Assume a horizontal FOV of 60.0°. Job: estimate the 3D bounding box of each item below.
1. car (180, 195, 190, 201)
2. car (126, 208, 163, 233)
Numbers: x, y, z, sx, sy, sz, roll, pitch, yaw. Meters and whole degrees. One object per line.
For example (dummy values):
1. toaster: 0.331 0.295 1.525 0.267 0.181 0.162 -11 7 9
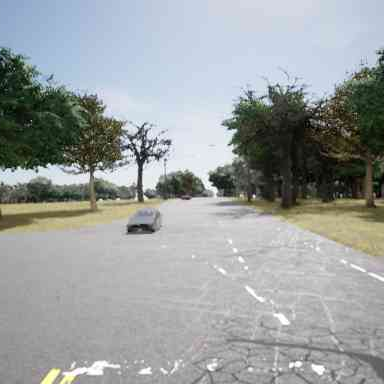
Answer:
1. car: -1.489 1.275 73.775 1.895 1.301 4.718 -1 0 4
2. car: -3.100 1.869 22.837 2.033 1.411 5.357 -1 2 2
